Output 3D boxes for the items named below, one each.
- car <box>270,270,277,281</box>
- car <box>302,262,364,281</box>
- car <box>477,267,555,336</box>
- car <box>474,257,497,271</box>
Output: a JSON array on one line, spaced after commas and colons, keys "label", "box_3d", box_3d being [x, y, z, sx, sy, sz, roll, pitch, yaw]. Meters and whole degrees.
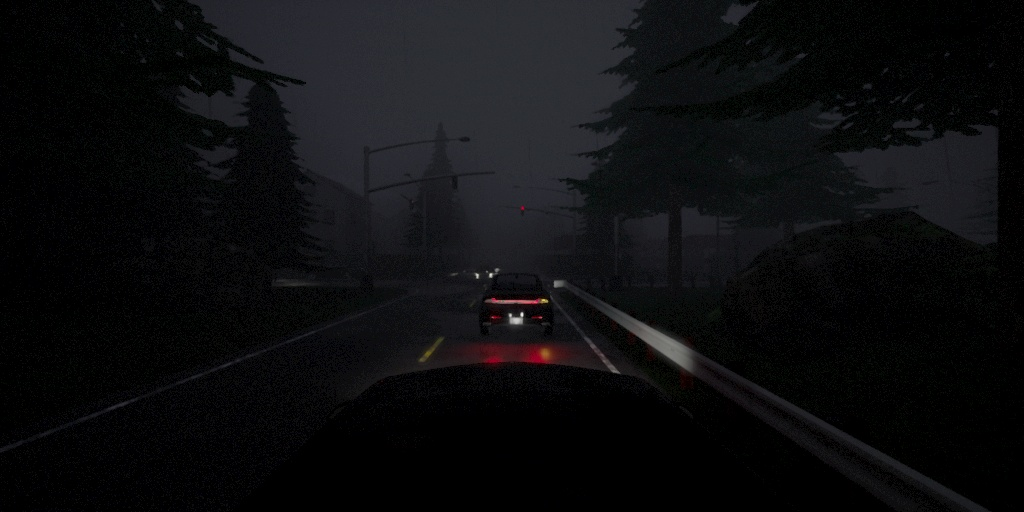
[{"label": "car", "box_3d": [-19.401, 1.199, 25.376, 5.008, 1.535, 1.882, 0, 0, 1]}, {"label": "car", "box_3d": [-14.288, 1.211, 29.044, 4.902, 1.511, 2.128, 0, 0, 1]}, {"label": "car", "box_3d": [0.132, 1.237, 10.432, 2.128, 1.511, 4.902, 0, 0, 1]}, {"label": "car", "box_3d": [-3.231, 1.204, 44.115, 1.882, 1.535, 5.008, 0, 0, 1]}]
